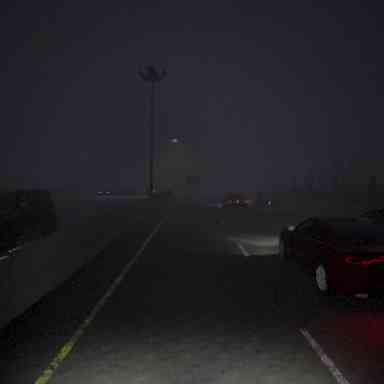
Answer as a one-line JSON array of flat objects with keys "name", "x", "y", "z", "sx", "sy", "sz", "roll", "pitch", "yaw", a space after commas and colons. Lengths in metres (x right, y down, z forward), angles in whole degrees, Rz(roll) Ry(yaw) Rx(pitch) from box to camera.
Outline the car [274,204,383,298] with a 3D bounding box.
[{"name": "car", "x": 3.601, "y": 1.318, "z": 8.259, "sx": 1.882, "sy": 1.535, "sz": 5.008, "roll": 0, "pitch": 2, "yaw": 0}]

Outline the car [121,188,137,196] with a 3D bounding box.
[{"name": "car", "x": -10.534, "y": 0.001, "z": 56.233, "sx": 2.033, "sy": 1.411, "sz": 5.357, "roll": 0, "pitch": 0, "yaw": 1}]

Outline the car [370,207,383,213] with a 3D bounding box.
[{"name": "car", "x": 7.102, "y": 1.239, "z": 11.617, "sx": 1.837, "sy": 1.490, "sz": 4.892, "roll": 0, "pitch": 2, "yaw": 0}]

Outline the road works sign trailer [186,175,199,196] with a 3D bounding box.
[{"name": "road works sign trailer", "x": 0.105, "y": -1.080, "z": 57.611, "sx": 2.380, "sy": 3.560, "sz": 2.880, "roll": 0, "pitch": 0, "yaw": 3}]

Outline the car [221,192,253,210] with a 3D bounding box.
[{"name": "car", "x": 3.605, "y": 0.734, "z": 28.793, "sx": 2.033, "sy": 1.411, "sz": 5.357, "roll": 0, "pitch": 2, "yaw": 0}]

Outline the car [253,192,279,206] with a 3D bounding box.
[{"name": "car", "x": 7.106, "y": 0.662, "z": 32.746, "sx": 1.895, "sy": 1.301, "sz": 4.718, "roll": 0, "pitch": 2, "yaw": 0}]

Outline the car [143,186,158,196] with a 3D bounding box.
[{"name": "car", "x": -7.044, "y": -0.193, "z": 56.511, "sx": 2.097, "sy": 1.767, "sz": 4.553, "roll": 0, "pitch": 0, "yaw": 0}]

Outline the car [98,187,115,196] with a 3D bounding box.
[{"name": "car", "x": -14.050, "y": -0.043, "z": 55.199, "sx": 1.837, "sy": 1.490, "sz": 4.892, "roll": 0, "pitch": 0, "yaw": 0}]

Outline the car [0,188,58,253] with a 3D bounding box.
[{"name": "car", "x": -7.098, "y": 0.919, "z": 12.692, "sx": 2.150, "sy": 2.045, "sz": 5.566, "roll": 0, "pitch": 2, "yaw": 0}]
